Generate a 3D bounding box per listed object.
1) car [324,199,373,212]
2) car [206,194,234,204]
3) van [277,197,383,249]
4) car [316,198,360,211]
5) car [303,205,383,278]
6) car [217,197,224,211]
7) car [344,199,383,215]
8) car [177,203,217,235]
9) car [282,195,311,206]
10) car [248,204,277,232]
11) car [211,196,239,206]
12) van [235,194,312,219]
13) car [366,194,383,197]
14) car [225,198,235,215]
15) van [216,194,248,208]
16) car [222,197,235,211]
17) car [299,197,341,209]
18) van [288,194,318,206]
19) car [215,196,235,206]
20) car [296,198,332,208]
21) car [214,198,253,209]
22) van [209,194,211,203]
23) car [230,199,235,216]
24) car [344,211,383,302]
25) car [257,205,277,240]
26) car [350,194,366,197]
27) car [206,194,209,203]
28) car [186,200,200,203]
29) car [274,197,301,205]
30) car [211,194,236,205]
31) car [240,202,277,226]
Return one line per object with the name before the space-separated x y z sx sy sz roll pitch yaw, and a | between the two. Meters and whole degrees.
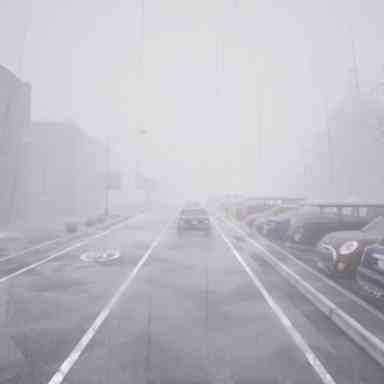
car | 18.728 1.572 39.915 4.792 1.488 2.163 0 0 0
car | 5.635 1.441 67.780 5.566 2.045 2.435 0 0 0
van | 5.537 1.265 11.718 4.442 1.987 1.878 0 0 0
car | 18.666 1.584 42.700 4.792 1.488 2.163 0 0 0
car | 5.688 1.362 8.915 4.553 1.767 2.185 0 0 0
car | 5.594 1.560 36.945 4.792 1.488 2.163 0 0 0
car | 18.701 1.524 34.345 5.008 1.535 2.097 0 0 0
car | 0.103 1.574 19.144 2.033 1.411 5.357 0 0 0
car | 18.652 1.505 59.410 4.553 1.767 2.185 0 0 0
car | 5.618 1.527 17.324 4.792 1.488 2.163 0 0 0
car | 5.572 1.489 56.569 4.553 1.767 2.185 0 0 0
van | 5.523 1.278 22.931 4.442 1.987 1.878 0 0 0
car | 18.684 1.260 28.777 5.566 2.045 2.435 0 0 0
car | 5.819 1.508 28.538 5.366 1.575 1.946 0 0 0
van | 5.726 1.352 48.159 4.442 1.987 1.878 0 0 0
car | 5.625 1.515 31.337 5.008 1.535 2.097 0 0 0
car | 18.504 1.576 48.271 5.366 1.575 1.946 0 0 0
van | 18.800 1.389 56.630 4.442 1.987 1.878 0 0 0
car | 5.615 1.542 39.743 4.892 1.521 2.231 0 0 0
car | 18.685 1.631 51.056 4.674 1.452 2.002 0 0 0
car | 5.608 1.565 45.354 5.008 1.535 2.097 0 0 0
van | 5.489 1.377 53.765 4.442 1.987 1.878 0 0 0
car | 5.666 1.537 25.734 4.792 1.488 2.163 0 0 0
car | 5.629 1.359 6.111 4.553 1.767 2.185 0 0 0
car | 5.645 1.494 14.521 5.008 1.535 2.097 0 0 0
car | 18.674 1.281 37.133 5.566 2.045 2.435 0 0 0
car | 5.632 1.379 59.370 5.566 2.045 2.435 0 0 0
car | 0.107 1.647 41.995 1.994 1.385 4.181 0 0 0
car | 18.687 1.708 64.977 4.674 1.452 2.002 0 0 0
car | 5.645 1.302 42.551 5.566 2.045 2.435 0 0 0
car | 5.614 1.530 20.127 4.792 1.488 2.163 0 0 0
